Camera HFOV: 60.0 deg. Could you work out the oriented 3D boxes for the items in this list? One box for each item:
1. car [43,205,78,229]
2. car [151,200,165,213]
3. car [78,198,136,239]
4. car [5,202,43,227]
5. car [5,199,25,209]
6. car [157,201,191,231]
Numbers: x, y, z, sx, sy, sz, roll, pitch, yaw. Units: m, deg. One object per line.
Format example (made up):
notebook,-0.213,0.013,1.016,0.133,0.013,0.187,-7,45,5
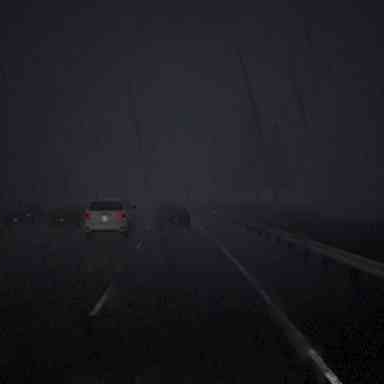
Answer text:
car,-8.358,1.615,23.103,1.882,1.535,5.008,0,0,-6
car,-3.833,1.686,39.592,1.882,1.535,5.008,0,0,-10
car,-4.347,1.325,18.269,2.150,2.045,5.566,0,0,-5
car,-12.058,1.680,24.462,1.812,1.442,4.674,0,0,-7
car,-29.105,1.907,54.831,2.033,1.411,5.357,0,0,-17
car,-1.181,1.590,21.717,1.882,1.535,5.008,0,0,-6
